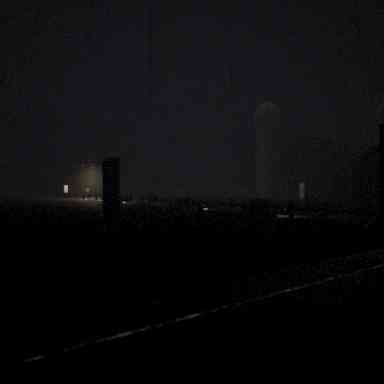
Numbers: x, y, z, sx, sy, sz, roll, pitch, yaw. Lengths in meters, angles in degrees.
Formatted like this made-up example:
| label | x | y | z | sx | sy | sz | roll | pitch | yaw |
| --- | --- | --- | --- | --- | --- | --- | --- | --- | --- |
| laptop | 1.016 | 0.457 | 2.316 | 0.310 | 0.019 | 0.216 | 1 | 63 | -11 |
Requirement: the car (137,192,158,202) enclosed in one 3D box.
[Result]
| label | x | y | z | sx | sy | sz | roll | pitch | yaw |
| --- | --- | --- | --- | --- | --- | --- | --- | --- | --- |
| car | -7.793 | 0.863 | 58.125 | 2.097 | 1.767 | 4.553 | -1 | 1 | -36 |

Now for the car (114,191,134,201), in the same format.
| label | x | y | z | sx | sy | sz | roll | pitch | yaw |
| --- | --- | --- | --- | --- | --- | --- | --- | --- | --- |
| car | -13.581 | 0.765 | 66.064 | 2.097 | 1.767 | 4.553 | -1 | 1 | -36 |

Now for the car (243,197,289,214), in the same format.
| label | x | y | z | sx | sy | sz | roll | pitch | yaw |
| --- | --- | --- | --- | --- | --- | --- | --- | --- | --- |
| car | 7.162 | 1.319 | 32.511 | 1.837 | 1.490 | 4.892 | -1 | 1 | -36 |

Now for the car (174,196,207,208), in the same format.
| label | x | y | z | sx | sy | sz | roll | pitch | yaw |
| --- | --- | --- | --- | --- | --- | --- | --- | --- | --- |
| car | -0.180 | 1.242 | 42.668 | 2.033 | 1.411 | 5.357 | -1 | 1 | -36 |

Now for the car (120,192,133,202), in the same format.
| label | x | y | z | sx | sy | sz | roll | pitch | yaw |
| --- | --- | --- | --- | --- | --- | --- | --- | --- | --- |
| car | -12.242 | 1.059 | 59.503 | 1.994 | 1.385 | 4.181 | -1 | 1 | -35 |
